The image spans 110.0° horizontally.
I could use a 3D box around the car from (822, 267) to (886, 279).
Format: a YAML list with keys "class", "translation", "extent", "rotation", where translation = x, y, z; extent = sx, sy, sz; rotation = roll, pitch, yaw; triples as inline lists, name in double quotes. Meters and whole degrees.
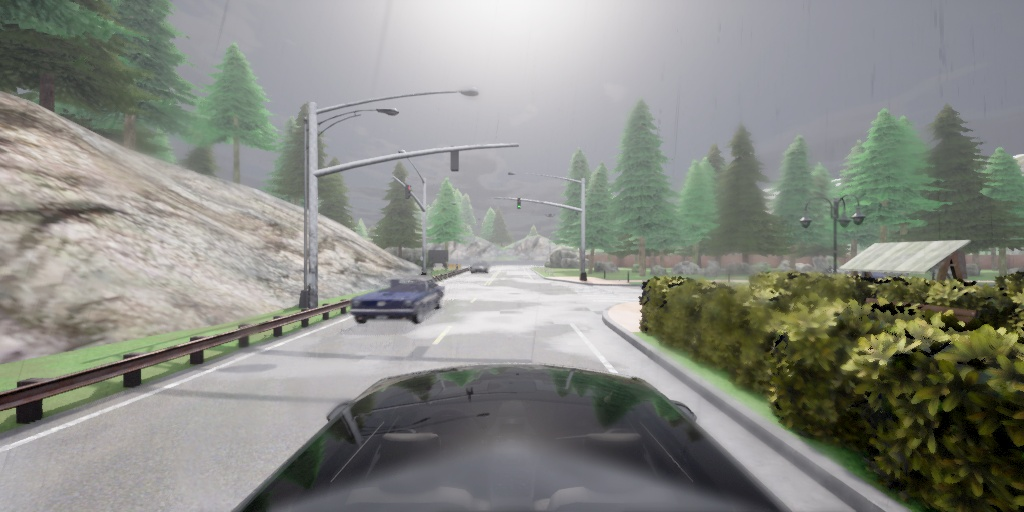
- class: "car"
  translation: [21.081, 1.438, 22.806]
  extent: [4.674, 1.442, 1.812]
  rotation: [0, 0, 0]

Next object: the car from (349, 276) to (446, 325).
- class: "car"
  translation: [-3.540, 1.367, 11.967]
  extent: [1.895, 1.301, 4.718]
  rotation: [0, 0, 0]

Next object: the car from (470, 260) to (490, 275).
- class: "car"
  translation: [-3.502, 1.242, 39.855]
  extent: [1.837, 1.490, 4.892]
  rotation: [0, 2, 0]
